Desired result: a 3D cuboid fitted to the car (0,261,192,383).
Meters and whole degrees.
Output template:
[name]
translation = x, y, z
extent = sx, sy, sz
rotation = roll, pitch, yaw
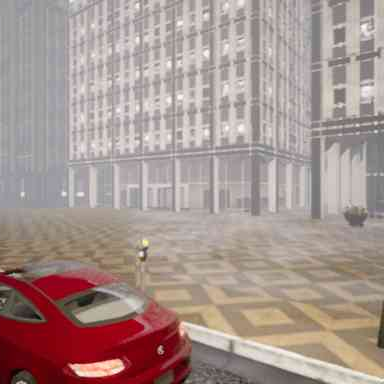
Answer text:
[car]
translation = -1.946, 1.574, 4.267
extent = 4.206, 1.307, 1.802
rotation = 0, 0, 36
